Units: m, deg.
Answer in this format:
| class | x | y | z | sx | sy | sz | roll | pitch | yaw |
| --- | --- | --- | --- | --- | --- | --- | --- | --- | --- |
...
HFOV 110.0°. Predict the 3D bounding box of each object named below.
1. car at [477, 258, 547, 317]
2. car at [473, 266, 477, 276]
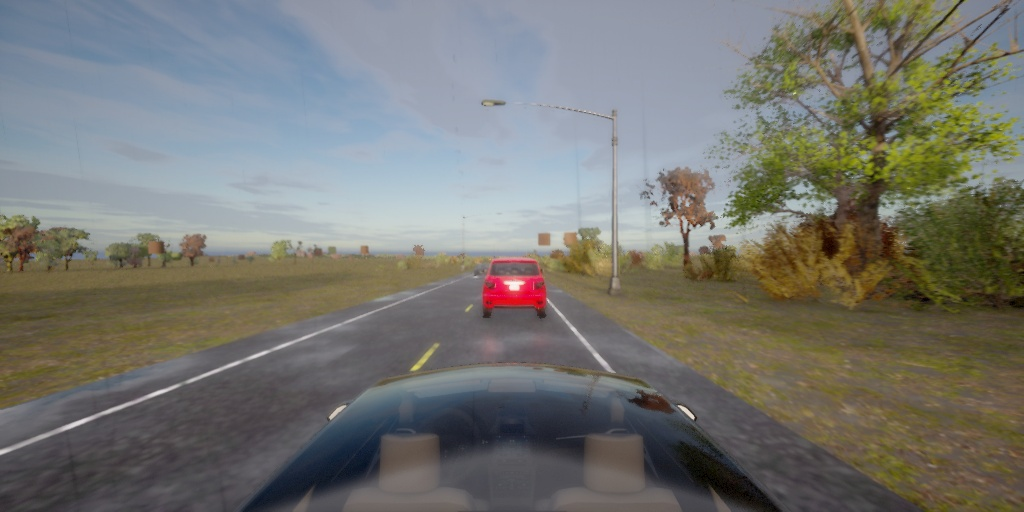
| class | x | y | z | sx | sy | sz | roll | pitch | yaw |
| --- | --- | --- | --- | --- | --- | --- | --- | --- | --- |
| car | 0.087 | 1.097 | 13.906 | 2.150 | 2.045 | 5.566 | 0 | 0 | 0 |
| car | -3.595 | 1.677 | 43.812 | 1.837 | 1.490 | 4.892 | 0 | -1 | 0 |
